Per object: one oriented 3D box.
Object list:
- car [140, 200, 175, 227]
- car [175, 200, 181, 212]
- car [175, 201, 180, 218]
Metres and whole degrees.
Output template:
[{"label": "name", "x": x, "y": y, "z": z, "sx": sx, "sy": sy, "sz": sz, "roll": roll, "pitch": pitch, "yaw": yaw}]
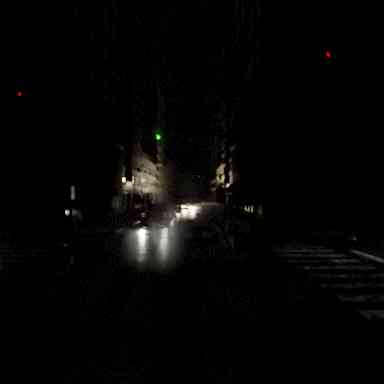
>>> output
[{"label": "car", "x": -2.709, "y": 1.670, "z": 25.862, "sx": 2.097, "sy": 1.767, "sz": 4.553, "roll": 0, "pitch": -1, "yaw": 0}, {"label": "car", "x": -2.598, "y": 1.905, "z": 46.015, "sx": 2.097, "sy": 1.767, "sz": 4.553, "roll": 0, "pitch": -1, "yaw": 0}, {"label": "car", "x": -2.657, "y": 1.999, "z": 35.844, "sx": 1.994, "sy": 1.385, "sz": 4.181, "roll": 0, "pitch": -1, "yaw": 1}]
